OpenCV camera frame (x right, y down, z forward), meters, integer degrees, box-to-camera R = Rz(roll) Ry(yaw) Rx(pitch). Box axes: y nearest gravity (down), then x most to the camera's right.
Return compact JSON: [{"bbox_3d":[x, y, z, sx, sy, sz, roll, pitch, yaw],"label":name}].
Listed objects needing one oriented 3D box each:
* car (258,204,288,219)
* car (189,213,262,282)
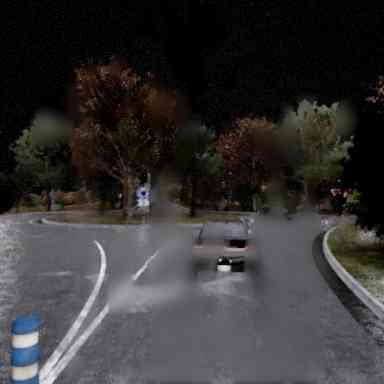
[{"bbox_3d":[8.550,1.992,35.420,2.128,1.511,4.902,1,-1,-8],"label":"car"},{"bbox_3d":[1.045,1.597,10.138,2.128,1.511,4.902,0,-1,7],"label":"car"}]
